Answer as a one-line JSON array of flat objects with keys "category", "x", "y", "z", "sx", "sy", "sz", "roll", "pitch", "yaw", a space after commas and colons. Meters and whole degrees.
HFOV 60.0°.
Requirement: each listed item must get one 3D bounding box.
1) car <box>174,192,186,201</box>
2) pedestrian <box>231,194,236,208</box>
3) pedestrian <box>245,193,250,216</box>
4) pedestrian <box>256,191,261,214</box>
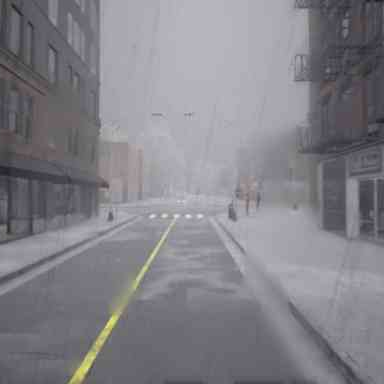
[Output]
[{"category": "car", "x": -2.451, "y": 1.272, "z": 78.903, "sx": 2.033, "sy": 1.411, "sz": 5.357, "roll": 0, "pitch": 0, "yaw": 0}, {"category": "pedestrian", "x": 3.516, "y": 1.064, "z": 28.402, "sx": 0.375, "sy": 1.860, "sz": 0.375, "roll": 1, "pitch": -1, "yaw": 0}, {"category": "pedestrian", "x": 4.516, "y": 1.010, "z": 27.203, "sx": 0.375, "sy": 1.860, "sz": 0.375, "roll": 1, "pitch": -1, "yaw": 0}, {"category": "pedestrian", "x": 5.516, "y": 0.881, "z": 27.805, "sx": 0.375, "sy": 1.860, "sz": 0.375, "roll": 1, "pitch": -1, "yaw": 0}]
